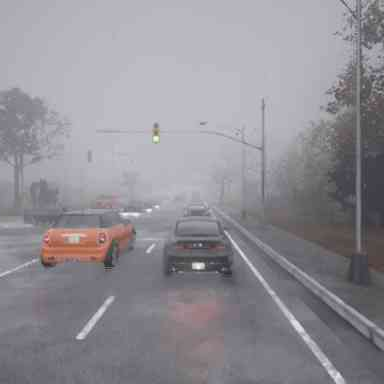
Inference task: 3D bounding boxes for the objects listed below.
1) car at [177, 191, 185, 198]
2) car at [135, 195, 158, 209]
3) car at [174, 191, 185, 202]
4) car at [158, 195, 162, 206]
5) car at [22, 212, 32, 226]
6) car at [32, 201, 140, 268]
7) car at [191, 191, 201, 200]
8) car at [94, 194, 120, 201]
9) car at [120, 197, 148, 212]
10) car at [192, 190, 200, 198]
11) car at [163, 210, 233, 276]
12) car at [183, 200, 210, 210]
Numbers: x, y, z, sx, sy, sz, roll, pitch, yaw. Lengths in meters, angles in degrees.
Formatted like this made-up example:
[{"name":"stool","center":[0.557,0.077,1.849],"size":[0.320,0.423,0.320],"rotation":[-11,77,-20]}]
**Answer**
[{"name":"car","center":[-2.568,0.484,78.708],"size":[1.812,1.442,4.674],"rotation":[0,3,1]},{"name":"car","center":[-6.556,1.564,47.889],"size":[1.882,1.535,5.008],"rotation":[0,0,1]},{"name":"car","center":[-2.703,1.146,68.288],"size":[1.837,1.490,4.892],"rotation":[0,3,1]},{"name":"car","center":[-6.378,1.610,57.816],"size":[1.994,1.385,4.181],"rotation":[0,1,2]},{"name":"car","center":[-9.210,1.642,22.936],"size":[4.718,1.301,1.895],"rotation":[0,0,15]},{"name":"car","center":[-3.311,1.373,11.509],"size":[2.097,1.767,4.553],"rotation":[0,0,1]},{"name":"car","center":[0.797,1.191,68.245],"size":[2.033,1.411,5.357],"rotation":[0,3,1]},{"name":"car","center":[-10.176,1.293,39.328],"size":[2.150,2.045,5.566],"rotation":[0,0,1]},{"name":"car","center":[-6.684,1.634,38.848],"size":[1.994,1.385,4.181],"rotation":[0,0,0]},{"name":"car","center":[0.932,0.461,78.661],"size":[1.837,1.490,4.892],"rotation":[0,3,1]},{"name":"car","center":[0.176,1.524,10.380],"size":[1.837,1.490,4.892],"rotation":[0,0,0]},{"name":"car","center":[0.335,1.571,24.565],"size":[1.812,1.442,4.674],"rotation":[0,0,0]}]
